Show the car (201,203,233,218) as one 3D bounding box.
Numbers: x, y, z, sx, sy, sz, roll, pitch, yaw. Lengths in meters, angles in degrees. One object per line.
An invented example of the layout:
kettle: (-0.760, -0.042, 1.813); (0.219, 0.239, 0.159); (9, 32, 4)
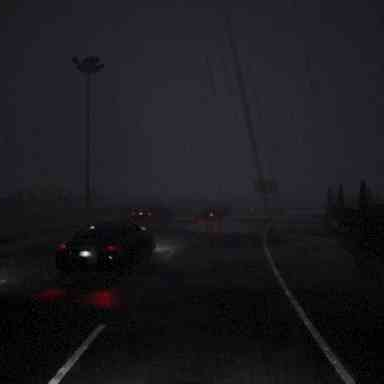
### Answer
car: (2.444, 1.675, 30.539); (1.895, 1.301, 4.718); (0, 0, 20)

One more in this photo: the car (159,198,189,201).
car: (-2.048, 1.583, 46.315); (2.128, 1.511, 4.902); (0, 0, 29)

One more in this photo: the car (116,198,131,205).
car: (-8.902, 1.548, 48.347); (1.882, 1.535, 5.008); (0, 0, 28)

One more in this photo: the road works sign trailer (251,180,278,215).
road works sign trailer: (7.736, 0.567, 35.049); (2.380, 3.560, 2.880); (0, 0, 28)

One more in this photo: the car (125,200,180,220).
car: (-2.872, 1.592, 25.803); (2.033, 1.411, 5.357); (0, 0, 17)

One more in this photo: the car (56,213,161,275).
car: (-2.509, 1.578, 10.589); (1.994, 1.385, 4.181); (0, 0, 7)

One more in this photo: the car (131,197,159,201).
car: (-5.823, 1.570, 46.669); (2.128, 1.511, 4.902); (0, 0, 28)

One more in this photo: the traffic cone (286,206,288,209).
traffic cone: (13.382, 2.102, 46.763); (0.340, 0.580, 0.340); (0, 0, 28)
